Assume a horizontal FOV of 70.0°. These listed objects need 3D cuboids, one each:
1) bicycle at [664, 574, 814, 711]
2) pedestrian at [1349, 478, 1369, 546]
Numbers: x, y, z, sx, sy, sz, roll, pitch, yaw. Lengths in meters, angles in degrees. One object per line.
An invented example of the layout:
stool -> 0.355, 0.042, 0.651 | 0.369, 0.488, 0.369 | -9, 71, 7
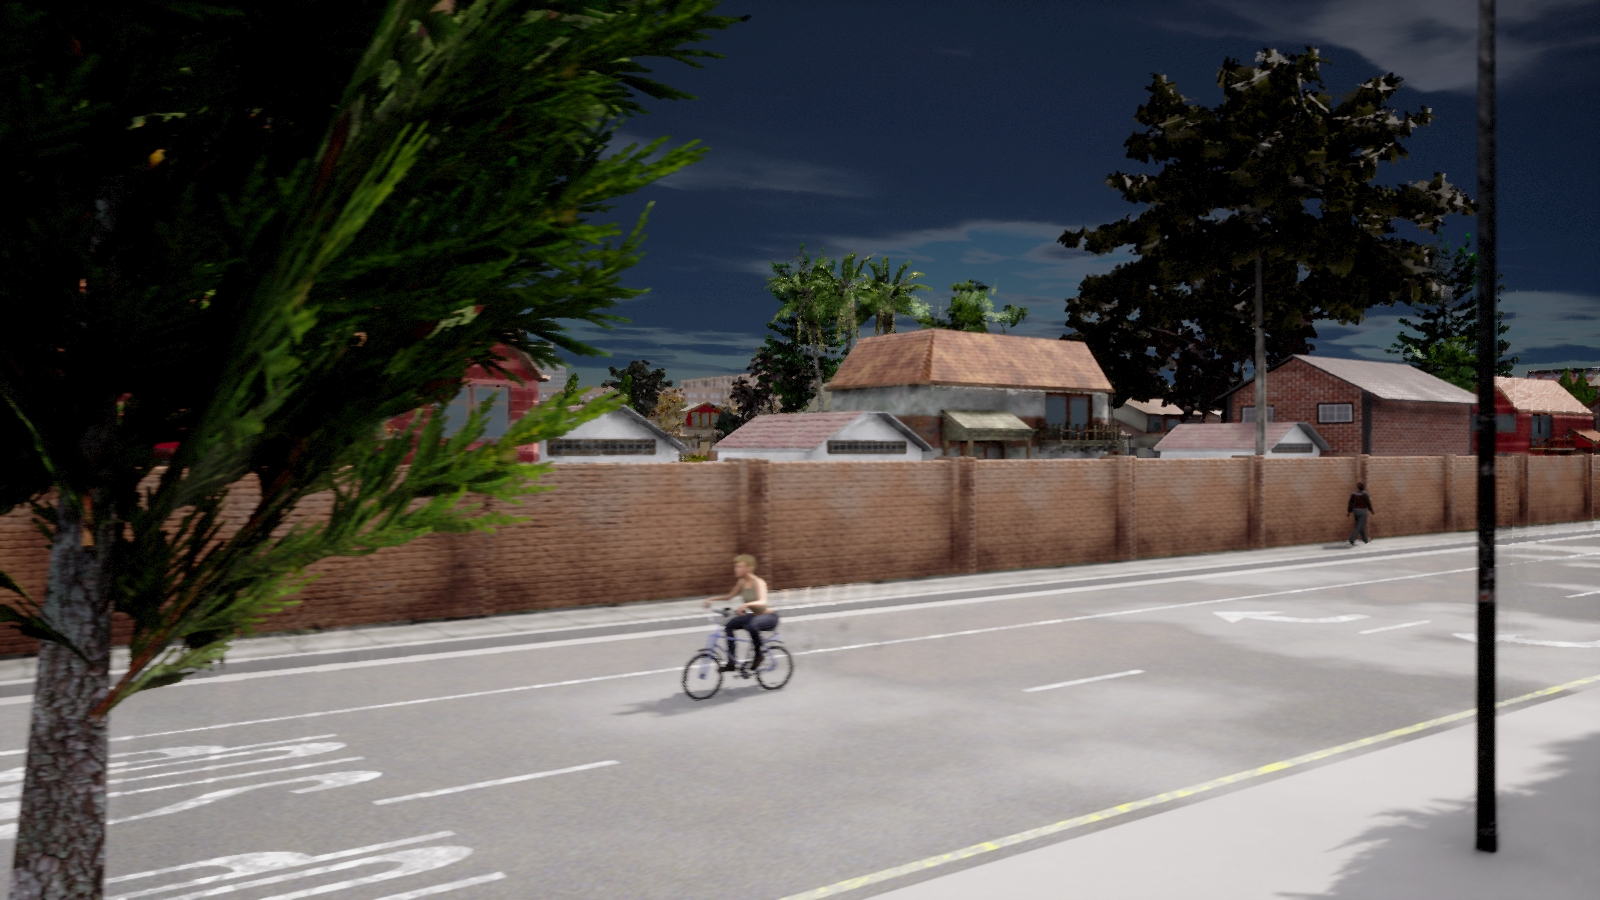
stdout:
bicycle -> -0.691, 2.145, 13.032 | 1.487, 1.301, 0.859 | 0, 0, -35
pedestrian -> 15.363, 1.697, 31.408 | 0.375, 1.860, 0.375 | 0, 0, -35
